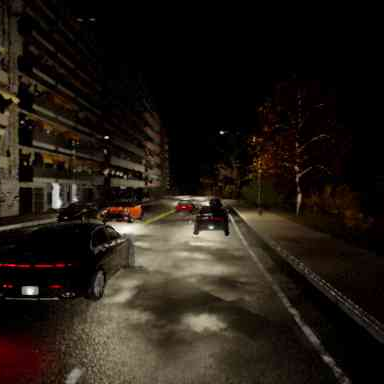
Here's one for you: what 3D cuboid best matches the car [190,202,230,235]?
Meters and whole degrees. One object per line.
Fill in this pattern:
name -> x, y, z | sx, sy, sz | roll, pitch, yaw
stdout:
car -> 1.128, 1.522, 19.022 | 1.837, 1.490, 4.892 | 0, 0, 4

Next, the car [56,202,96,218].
car -> -8.397, 1.529, 25.035 | 1.837, 1.490, 4.892 | 0, -1, 4

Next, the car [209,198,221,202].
car -> 3.646, 1.640, 52.381 | 1.994, 1.385, 4.181 | 0, 0, 4

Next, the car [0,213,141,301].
car -> -2.763, 1.508, 8.332 | 1.837, 1.490, 4.892 | 0, 0, 3

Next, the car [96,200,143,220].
car -> -5.150, 1.375, 24.860 | 2.097, 1.767, 4.553 | 0, 0, 4

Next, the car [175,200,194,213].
car -> -0.723, 1.611, 37.764 | 1.994, 1.385, 4.181 | 0, 0, 4
